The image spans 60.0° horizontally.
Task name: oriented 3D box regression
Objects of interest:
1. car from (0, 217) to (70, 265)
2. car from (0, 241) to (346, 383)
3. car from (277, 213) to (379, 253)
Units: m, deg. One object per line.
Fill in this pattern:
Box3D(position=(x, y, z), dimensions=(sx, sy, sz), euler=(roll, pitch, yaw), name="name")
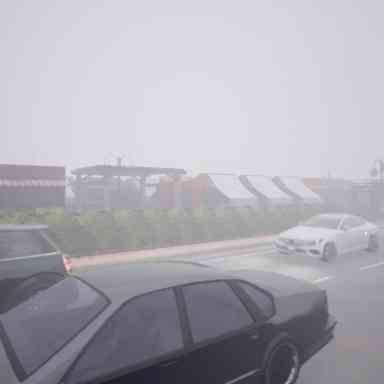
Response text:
Box3D(position=(-4.334, 1.352, 5.452), dimensions=(4.553, 1.767, 2.097), euler=(0, 0, -32), name="car")
Box3D(position=(-0.605, 1.547, 3.547), dimensions=(5.357, 1.411, 2.033), euler=(0, 0, -37), name="car")
Box3D(position=(5.069, 1.526, 12.120), dimensions=(4.674, 1.442, 1.812), euler=(0, 0, -37), name="car")
